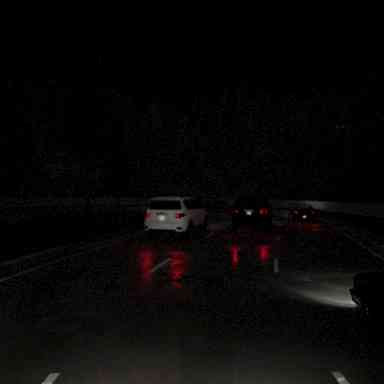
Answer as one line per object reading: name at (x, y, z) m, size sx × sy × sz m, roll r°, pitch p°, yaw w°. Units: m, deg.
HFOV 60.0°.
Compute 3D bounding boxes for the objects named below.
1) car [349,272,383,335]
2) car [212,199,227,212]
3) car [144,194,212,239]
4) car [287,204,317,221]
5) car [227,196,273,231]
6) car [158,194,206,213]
car at (3.729, 1.561, 3.663) m, size 2.033 × 1.411 × 5.357 m, roll 0°, pitch 0°, yaw 2°
car at (2.163, 1.578, 40.271) m, size 2.128 × 1.511 × 4.902 m, roll 1°, pitch 0°, yaw -41°
car at (-0.678, 1.258, 17.818) m, size 2.150 × 2.045 × 5.566 m, roll 0°, pitch 0°, yaw 15°
car at (9.250, 1.672, 28.283) m, size 1.895 × 1.301 × 4.718 m, roll 0°, pitch 0°, yaw 11°
car at (3.873, 1.272, 21.168) m, size 2.150 × 2.045 × 5.566 m, roll 0°, pitch 0°, yaw 15°
car at (-1.245, 1.301, 38.930) m, size 5.566 × 2.045 × 2.150 m, roll 0°, pitch -1°, yaw 40°
